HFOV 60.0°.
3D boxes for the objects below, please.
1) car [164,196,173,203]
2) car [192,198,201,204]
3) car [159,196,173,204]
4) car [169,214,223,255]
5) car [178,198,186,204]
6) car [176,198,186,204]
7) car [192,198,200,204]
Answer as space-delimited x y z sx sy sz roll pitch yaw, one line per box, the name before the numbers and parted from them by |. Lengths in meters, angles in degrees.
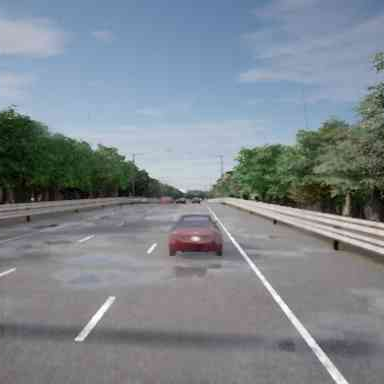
car | -5.901 2.003 84.329 2.097 1.767 4.553 0 -2 1
car | 0.965 1.985 74.250 1.812 1.442 4.674 0 -2 1
car | -6.035 1.797 74.319 2.097 1.767 4.553 0 -2 1
car | 0.151 1.574 13.402 1.994 1.385 4.181 0 0 1
car | -2.402 2.183 84.307 1.812 1.442 4.674 0 -2 1
car | -2.535 2.048 74.325 1.895 1.301 4.718 0 -2 1
car | 1.098 2.264 84.288 1.895 1.301 4.718 0 -2 1
